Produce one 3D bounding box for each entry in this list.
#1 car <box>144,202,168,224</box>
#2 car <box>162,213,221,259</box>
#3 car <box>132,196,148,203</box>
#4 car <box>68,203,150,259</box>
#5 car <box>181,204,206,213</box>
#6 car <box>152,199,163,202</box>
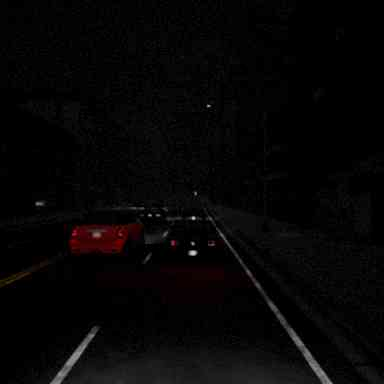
[{"bbox_3d":[-3.127,1.819,27.437,2.033,1.411,5.357,0,-1,1],"label":"car"},{"bbox_3d":[0.058,1.734,13.142,1.895,1.301,4.718,0,-1,1],"label":"car"},{"bbox_3d":[-9.500,1.794,61.252,2.150,2.045,5.566,0,-1,1],"label":"car"},{"bbox_3d":[-3.187,1.485,13.335,2.097,1.767,4.553,0,-1,1],"label":"car"},{"bbox_3d":[0.141,1.788,28.385,1.837,1.490,4.892,0,0,1],"label":"car"},{"bbox_3d":[-6.257,2.076,61.302,1.837,1.490,4.892,0,0,1],"label":"car"}]
